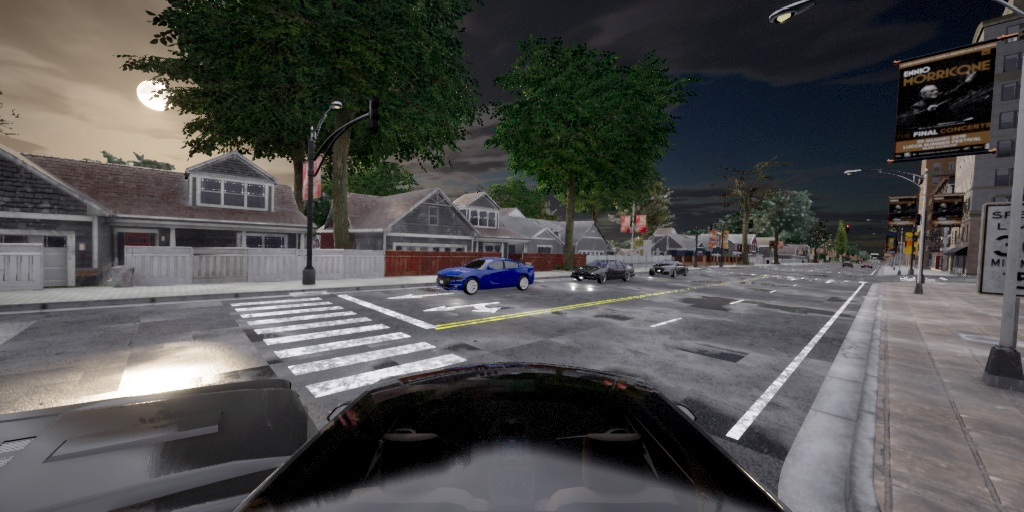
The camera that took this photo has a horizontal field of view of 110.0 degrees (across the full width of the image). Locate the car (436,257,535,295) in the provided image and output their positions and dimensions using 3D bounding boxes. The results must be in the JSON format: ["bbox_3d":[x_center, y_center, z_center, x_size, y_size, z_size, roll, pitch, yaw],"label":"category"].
[{"bbox_3d":[-1.092,0.810,16.484,5.008,1.535,1.882,0,2,-44],"label":"car"}]

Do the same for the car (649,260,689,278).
[{"bbox_3d":[13.293,1.018,30.303,4.181,1.385,1.994,0,2,-44],"label":"car"}]

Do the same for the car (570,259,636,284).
[{"bbox_3d":[6.085,0.939,23.393,5.357,1.411,2.033,0,2,-44],"label":"car"}]

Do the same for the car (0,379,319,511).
[{"bbox_3d":[-3.311,1.287,1.302,4.718,1.301,1.895,1,2,-34],"label":"car"}]
